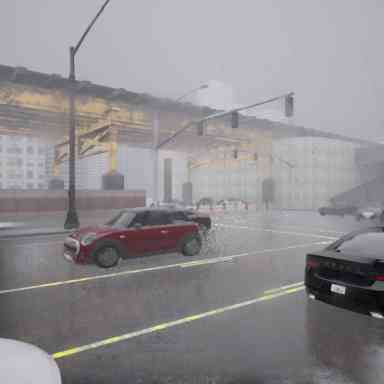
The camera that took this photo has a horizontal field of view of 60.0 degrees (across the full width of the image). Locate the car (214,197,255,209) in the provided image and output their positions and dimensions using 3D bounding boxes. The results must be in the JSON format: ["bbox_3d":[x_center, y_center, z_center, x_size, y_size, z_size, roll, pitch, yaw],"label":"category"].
[{"bbox_3d":[5.558,1.453,43.737,4.974,1.542,2.038,0,0,-7],"label":"car"}]

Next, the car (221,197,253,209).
[{"bbox_3d":[5.507,1.295,43.730,4.536,1.218,1.853,0,0,-7],"label":"car"}]

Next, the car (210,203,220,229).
[{"bbox_3d":[-1.243,1.491,16.102,4.902,1.511,2.128,0,0,-36],"label":"car"}]

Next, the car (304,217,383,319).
[{"bbox_3d":[4.464,1.478,7.030,5.008,1.535,1.882,0,0,-36],"label":"car"}]

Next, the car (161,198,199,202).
[{"bbox_3d":[-2.039,1.453,37.225,4.974,1.542,2.038,0,0,8],"label":"car"}]

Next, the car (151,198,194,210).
[{"bbox_3d":[-2.091,1.295,37.231,4.536,1.218,1.853,0,0,8],"label":"car"}]

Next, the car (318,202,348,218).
[{"bbox_3d":[13.365,1.601,30.512,1.895,1.301,4.718,0,0,43],"label":"car"}]

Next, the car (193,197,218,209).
[{"bbox_3d":[1.697,1.295,39.992,1.853,1.218,4.536,0,0,18],"label":"car"}]

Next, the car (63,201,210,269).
[{"bbox_3d":[-1.900,1.352,11.297,4.553,1.767,2.097,0,0,-36],"label":"car"}]

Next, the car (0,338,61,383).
[{"bbox_3d":[-3.059,1.526,1.555,4.674,1.442,1.812,0,0,-36],"label":"car"}]

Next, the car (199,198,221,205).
[{"bbox_3d":[1.682,1.453,39.943,2.038,1.542,4.974,0,0,18],"label":"car"}]

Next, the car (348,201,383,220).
[{"bbox_3d":[13.962,1.491,25.700,2.128,1.511,4.902,0,0,37],"label":"car"}]
